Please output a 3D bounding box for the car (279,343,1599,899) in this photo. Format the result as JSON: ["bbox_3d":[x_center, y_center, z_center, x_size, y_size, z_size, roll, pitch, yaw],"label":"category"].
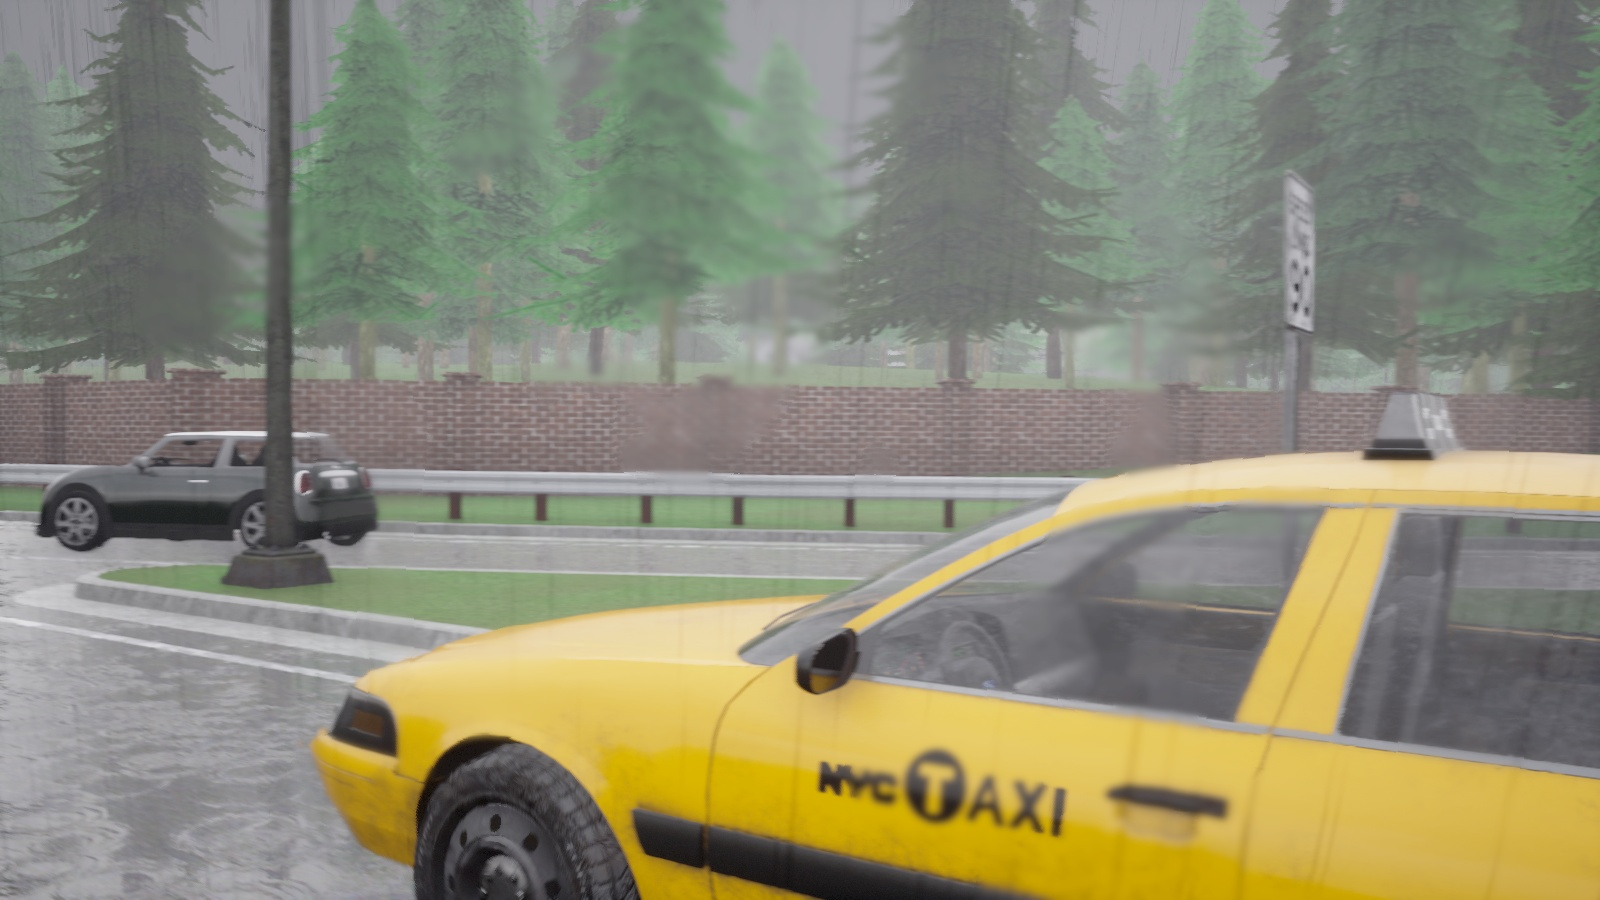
[{"bbox_3d":[1.296,0.622,2.760,5.366,1.575,1.801,0,1,34],"label":"car"}]

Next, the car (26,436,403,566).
[{"bbox_3d":[-7.187,0.586,15.612,3.806,1.475,1.970,0,1,12],"label":"car"}]
